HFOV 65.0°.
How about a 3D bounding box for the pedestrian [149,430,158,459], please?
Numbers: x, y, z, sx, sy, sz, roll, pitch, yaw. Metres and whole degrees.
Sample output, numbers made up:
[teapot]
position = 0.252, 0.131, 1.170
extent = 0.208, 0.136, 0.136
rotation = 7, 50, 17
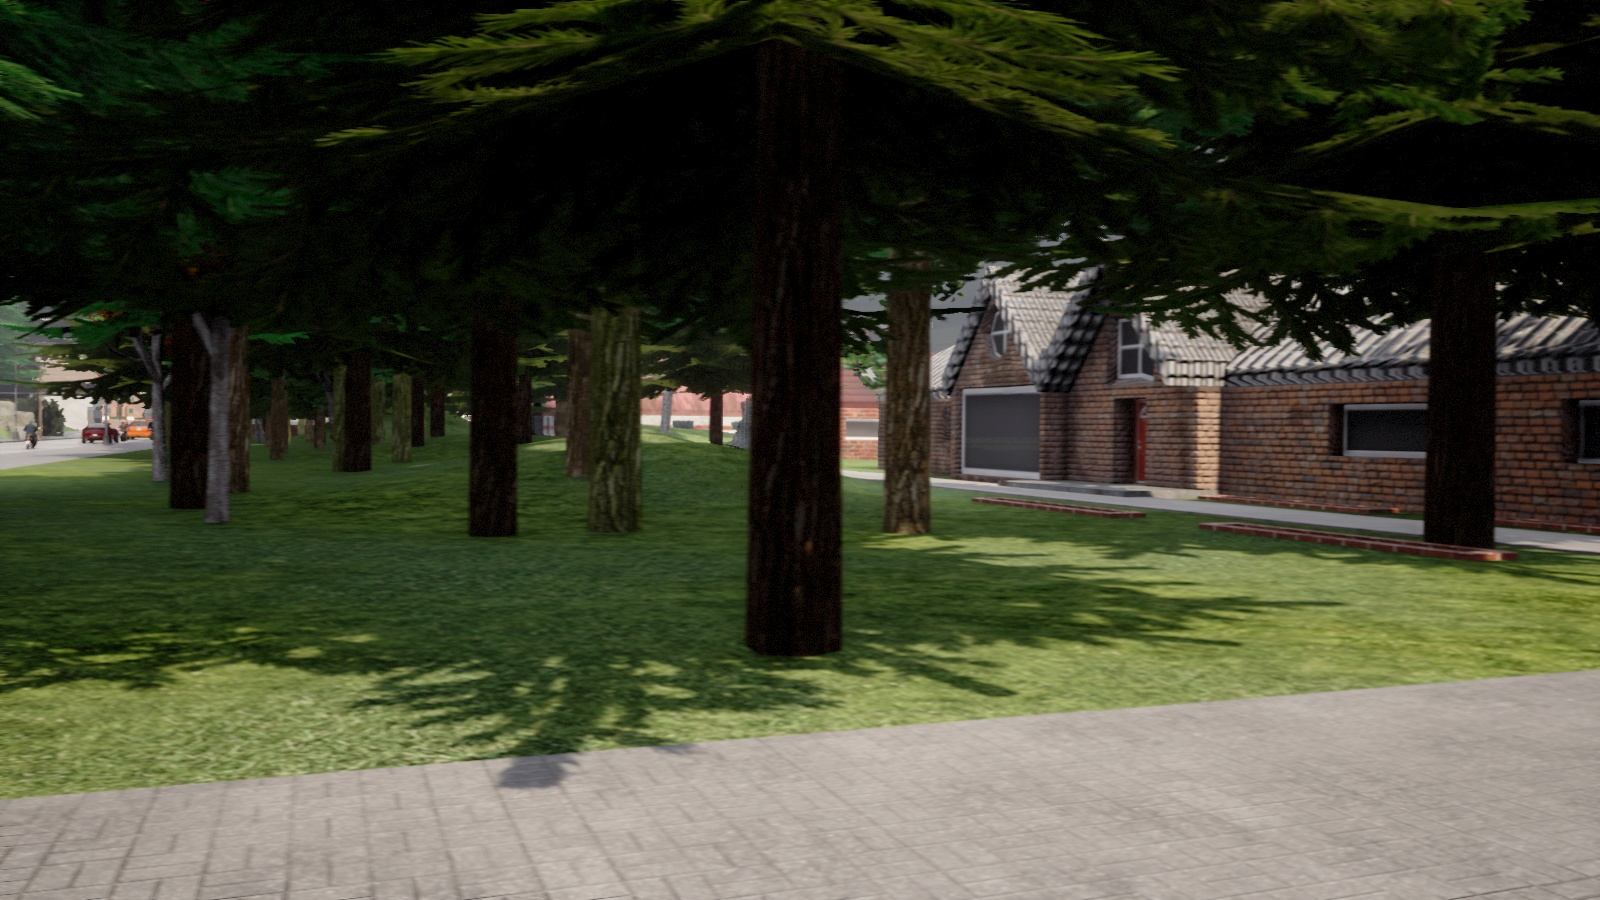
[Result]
[pedestrian]
position = -40.534, -0.335, 78.721
extent = 0.370, 1.835, 0.726
rotation = -1, 1, -19
